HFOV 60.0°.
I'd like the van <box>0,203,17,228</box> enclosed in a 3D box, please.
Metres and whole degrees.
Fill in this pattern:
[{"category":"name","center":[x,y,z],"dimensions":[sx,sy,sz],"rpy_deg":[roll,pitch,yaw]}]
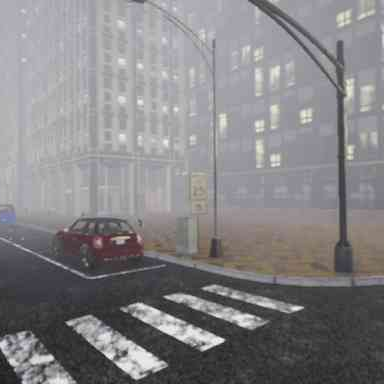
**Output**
[{"category":"van","center":[-14.320,1.754,24.745],"dimensions":[1.690,1.788,3.998],"rpy_deg":[0,-1,-40]}]

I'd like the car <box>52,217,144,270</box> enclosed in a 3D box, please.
[{"category":"car","center":[-3.446,1.591,11.749],"dimensions":[1.967,1.590,4.097],"rpy_deg":[0,-1,-40]}]
